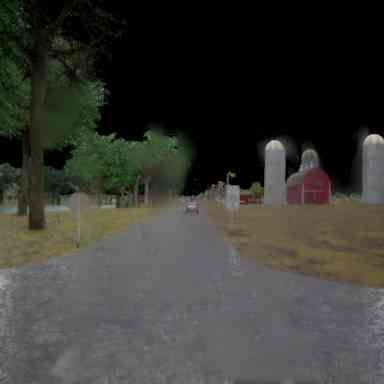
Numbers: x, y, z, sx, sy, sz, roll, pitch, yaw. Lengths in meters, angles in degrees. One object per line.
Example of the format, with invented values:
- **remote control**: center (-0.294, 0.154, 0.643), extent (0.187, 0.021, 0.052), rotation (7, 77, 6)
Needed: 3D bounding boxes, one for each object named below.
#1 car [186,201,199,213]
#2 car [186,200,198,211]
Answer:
- **car**: center (0.052, 2.282, 49.461), extent (2.128, 1.511, 4.902), rotation (1, -1, 0)
- **car**: center (0.061, 2.384, 59.854), extent (2.097, 1.767, 4.553), rotation (1, -1, 0)
